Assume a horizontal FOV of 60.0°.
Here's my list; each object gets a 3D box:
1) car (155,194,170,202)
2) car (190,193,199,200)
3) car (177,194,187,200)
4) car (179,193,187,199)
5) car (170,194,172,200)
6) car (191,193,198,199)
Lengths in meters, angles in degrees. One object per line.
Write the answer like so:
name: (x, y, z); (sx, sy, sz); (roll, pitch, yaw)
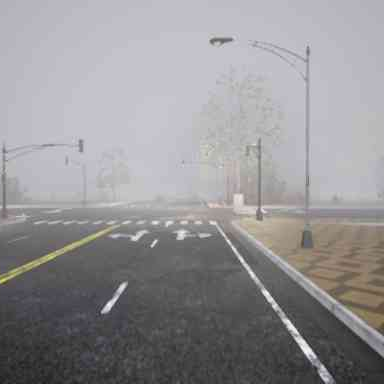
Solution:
car: (-6.189, 1.273, 66.901); (1.882, 1.535, 5.008); (0, 0, 1)
car: (0.586, 1.085, 82.645); (2.097, 1.767, 4.553); (0, 0, 1)
car: (-2.662, 1.324, 82.795); (1.895, 1.301, 4.718); (0, 0, 1)
car: (-2.491, 1.126, 92.765); (2.033, 1.411, 5.357); (0, 0, 1)
car: (-5.919, 1.245, 82.389); (2.128, 1.511, 4.902); (0, 0, 1)
car: (0.759, 1.066, 92.709); (1.882, 1.535, 5.008); (0, 0, 1)
